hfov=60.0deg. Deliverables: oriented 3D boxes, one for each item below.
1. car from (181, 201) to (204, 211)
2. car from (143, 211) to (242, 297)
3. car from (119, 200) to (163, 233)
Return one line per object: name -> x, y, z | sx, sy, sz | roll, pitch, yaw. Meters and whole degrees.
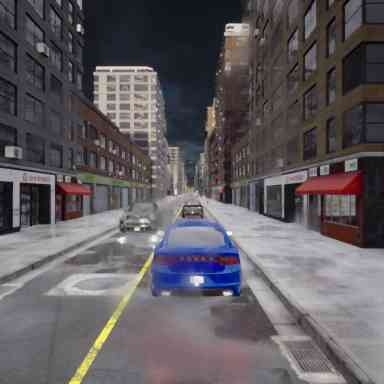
car -> 0.061, 1.500, 29.770 | 2.128, 1.511, 4.902 | 0, 0, 0
car -> 0.088, 1.479, 8.641 | 1.882, 1.535, 5.008 | 0, 0, 0
car -> -2.877, 1.355, 19.661 | 2.097, 1.767, 4.553 | 0, 0, 0
